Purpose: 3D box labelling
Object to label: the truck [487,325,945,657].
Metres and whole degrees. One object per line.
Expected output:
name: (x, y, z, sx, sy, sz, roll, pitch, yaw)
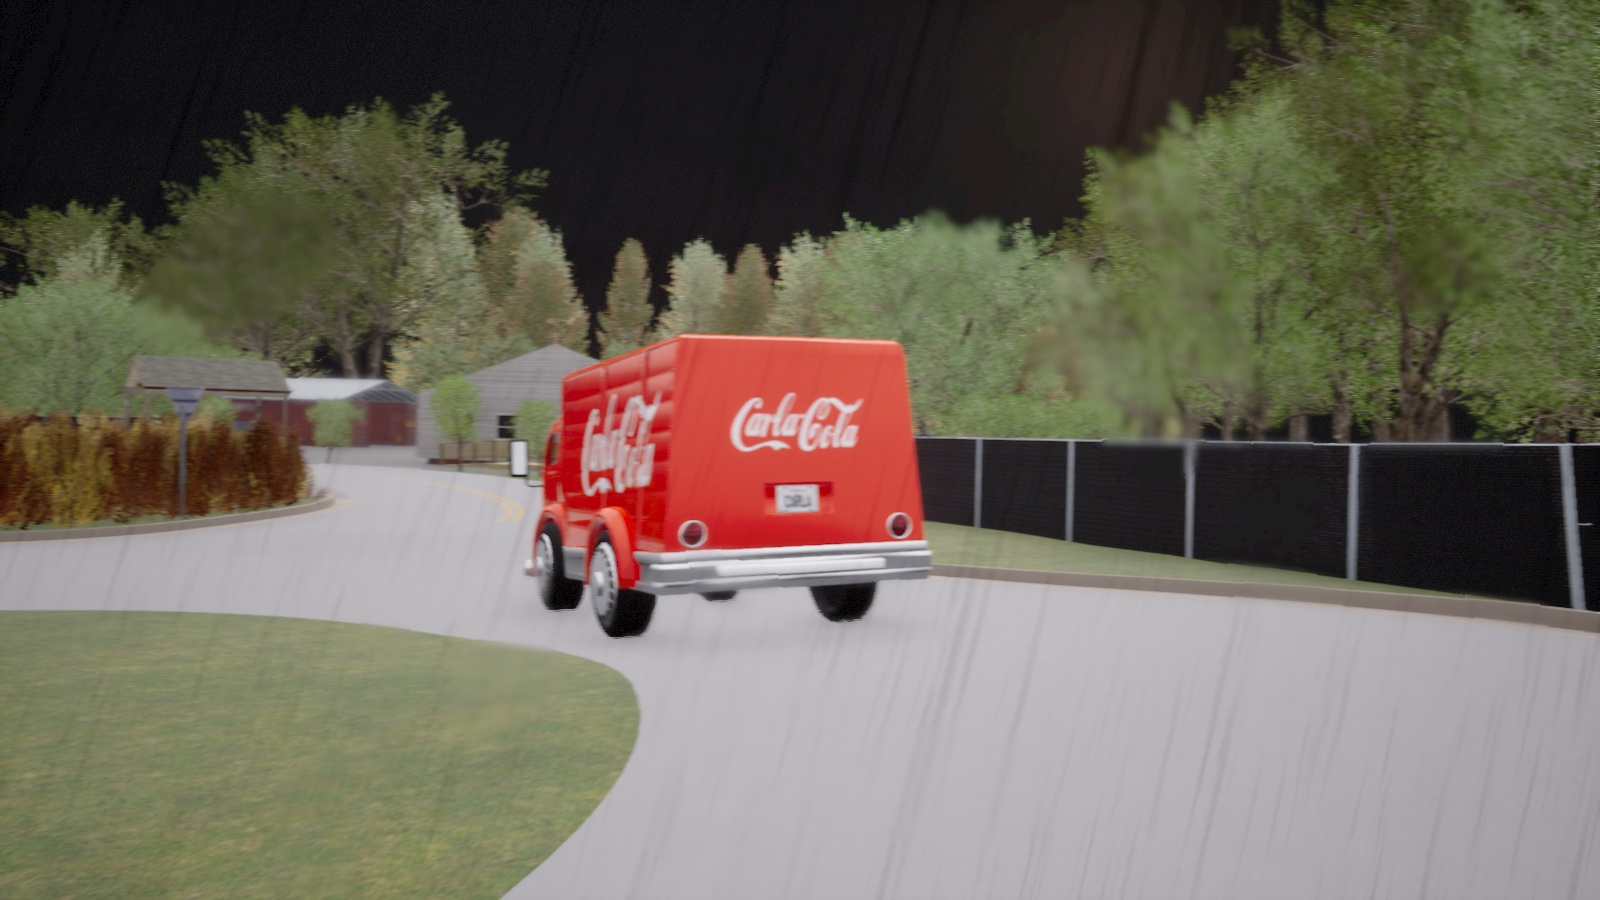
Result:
truck: (-1.151, 0.408, 12.254, 2.627, 2.467, 5.204, -1, -2, -26)
